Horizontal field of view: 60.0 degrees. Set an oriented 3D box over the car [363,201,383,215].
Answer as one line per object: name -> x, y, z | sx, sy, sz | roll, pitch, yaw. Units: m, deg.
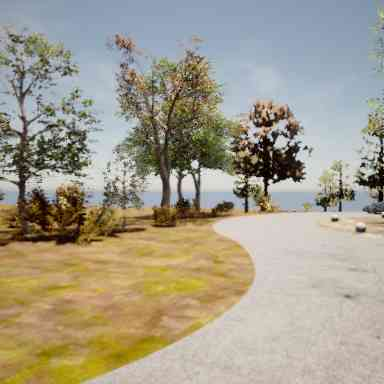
car -> 20.012, 1.614, 34.294 | 4.181, 1.385, 1.994 | 0, 0, 6
